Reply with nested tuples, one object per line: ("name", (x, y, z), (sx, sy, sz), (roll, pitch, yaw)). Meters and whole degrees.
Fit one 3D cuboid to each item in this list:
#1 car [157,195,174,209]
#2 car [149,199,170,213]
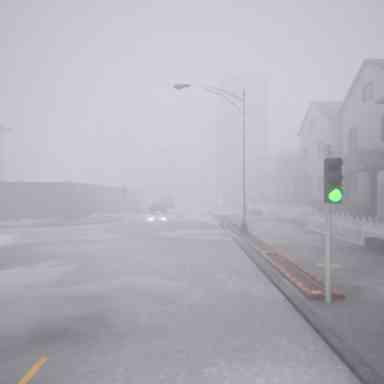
("car", (-4.045, 1.537, 51.188), (2.150, 2.045, 5.566), (0, 0, 1))
("car", (-4.074, 1.851, 40.545), (1.895, 1.301, 4.718), (0, 0, 0))
